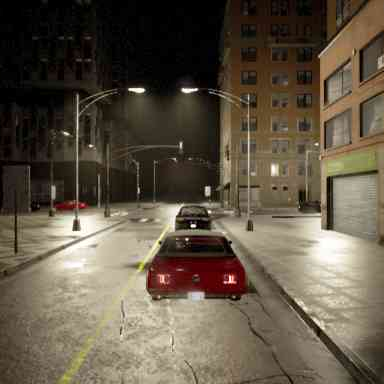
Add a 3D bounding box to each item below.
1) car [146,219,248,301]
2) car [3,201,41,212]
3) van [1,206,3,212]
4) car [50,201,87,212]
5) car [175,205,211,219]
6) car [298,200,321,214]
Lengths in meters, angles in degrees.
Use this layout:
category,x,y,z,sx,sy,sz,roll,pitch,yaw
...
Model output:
category,x,y,z,sx,sy,sz,roll,pitch,yaw
car,0.081,1.600,8.261,1.895,1.301,4.718,0,0,0
car,-20.202,1.722,39.293,4.313,1.339,1.947,0,0,0
van,-20.186,1.423,30.769,3.998,1.788,1.690,0,0,0
car,-14.554,1.698,39.299,4.206,1.307,1.802,0,0,0
car,0.058,1.472,18.410,1.882,1.535,5.008,0,0,0
car,12.040,1.412,30.805,4.313,1.339,1.947,0,0,0
